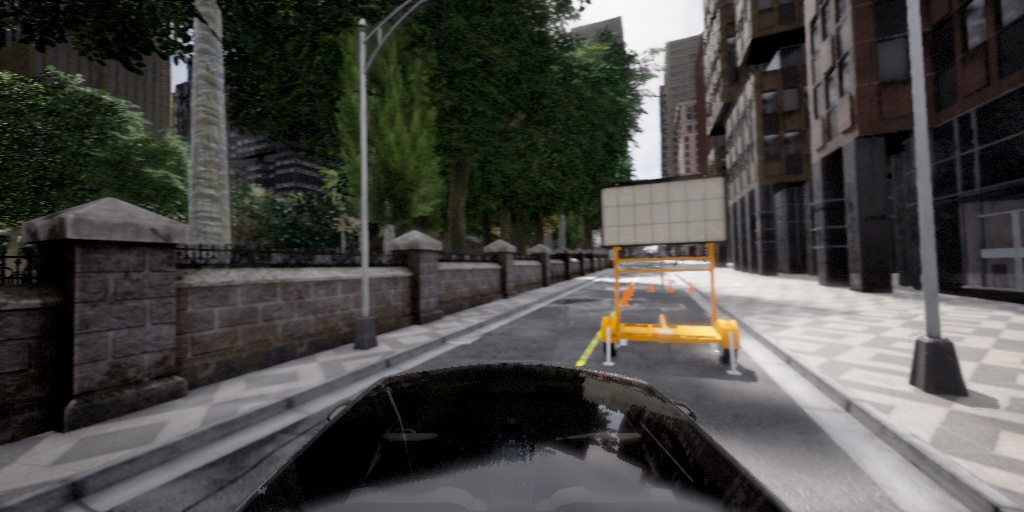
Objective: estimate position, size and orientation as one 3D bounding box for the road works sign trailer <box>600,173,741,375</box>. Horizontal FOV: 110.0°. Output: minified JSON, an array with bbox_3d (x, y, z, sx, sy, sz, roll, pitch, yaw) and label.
[{"bbox_3d":[3.207,0.180,7.526,2.380,3.560,2.880,0,0,21],"label":"road works sign trailer"}]
